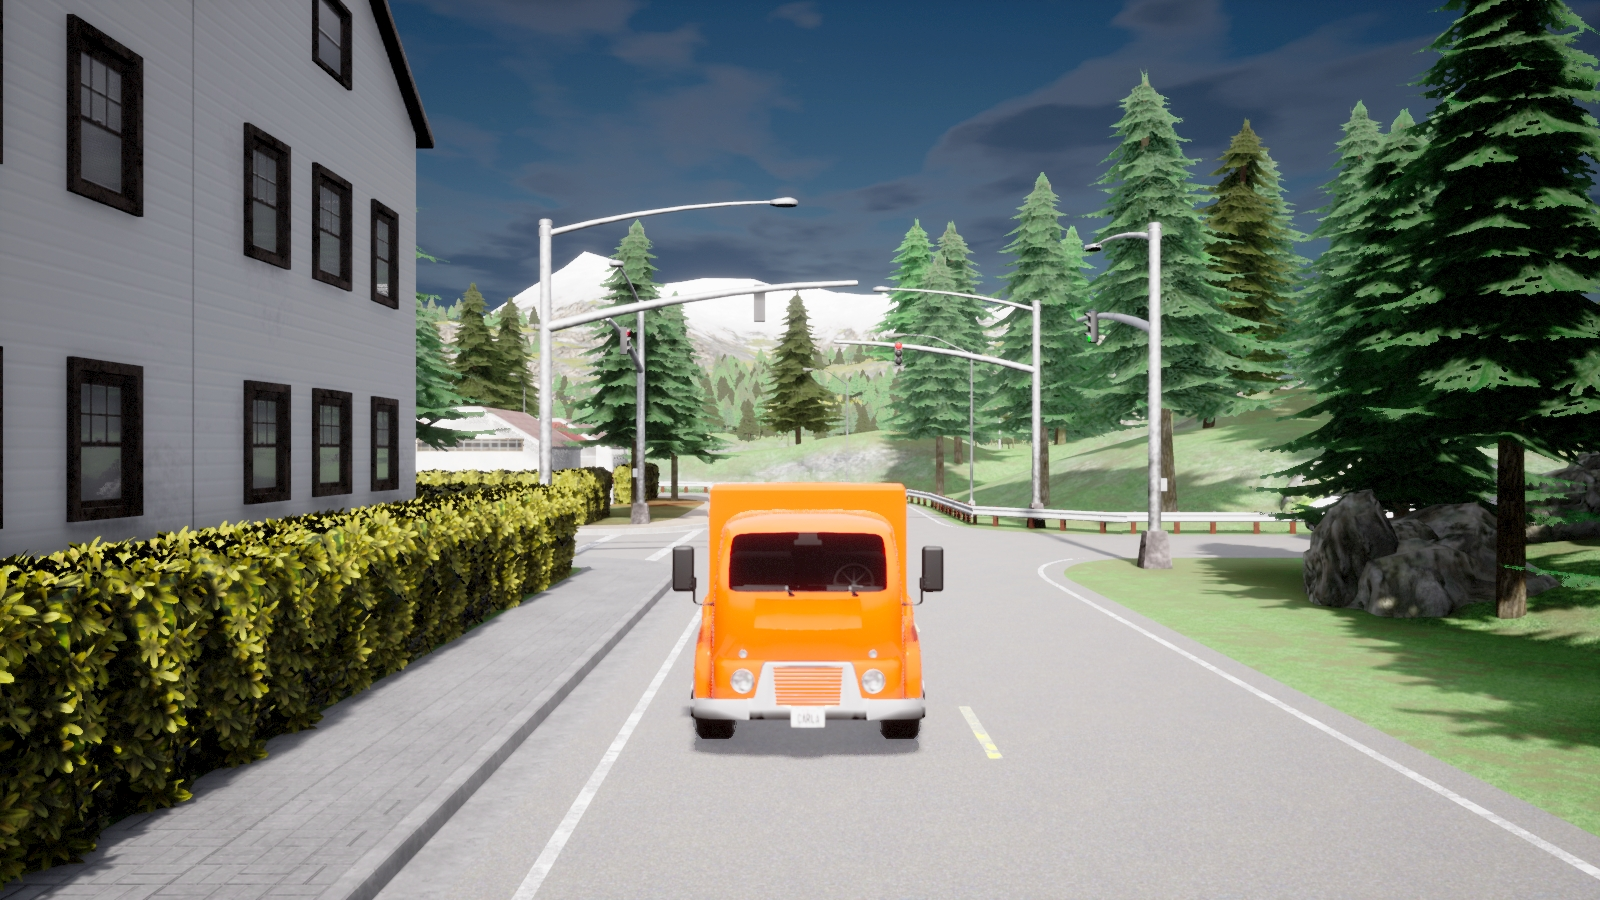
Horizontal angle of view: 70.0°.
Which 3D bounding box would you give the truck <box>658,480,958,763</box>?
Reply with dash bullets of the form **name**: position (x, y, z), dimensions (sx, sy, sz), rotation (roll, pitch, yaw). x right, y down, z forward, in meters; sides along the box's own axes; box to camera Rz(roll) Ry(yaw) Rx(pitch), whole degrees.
- **truck**: position (0.083, 1.570, 12.631), dimensions (2.627, 2.467, 5.204), rotation (0, -2, 0)
